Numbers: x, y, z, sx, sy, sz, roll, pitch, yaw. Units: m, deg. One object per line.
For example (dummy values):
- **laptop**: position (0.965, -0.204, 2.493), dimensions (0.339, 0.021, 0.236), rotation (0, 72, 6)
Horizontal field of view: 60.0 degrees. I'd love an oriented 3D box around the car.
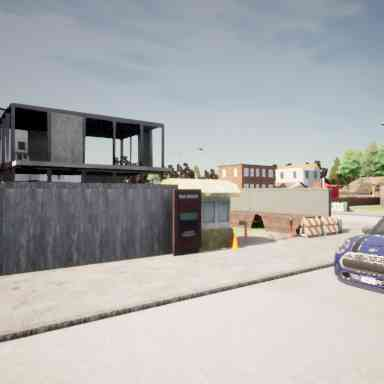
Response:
- **car**: position (5.729, 1.352, 8.630), dimensions (4.553, 1.767, 2.097), rotation (0, 0, -35)
